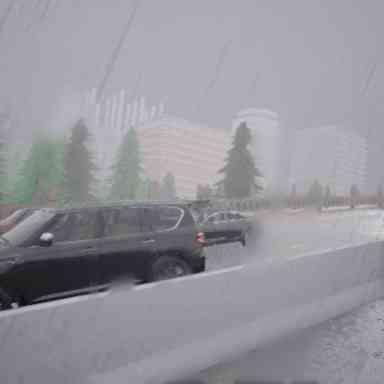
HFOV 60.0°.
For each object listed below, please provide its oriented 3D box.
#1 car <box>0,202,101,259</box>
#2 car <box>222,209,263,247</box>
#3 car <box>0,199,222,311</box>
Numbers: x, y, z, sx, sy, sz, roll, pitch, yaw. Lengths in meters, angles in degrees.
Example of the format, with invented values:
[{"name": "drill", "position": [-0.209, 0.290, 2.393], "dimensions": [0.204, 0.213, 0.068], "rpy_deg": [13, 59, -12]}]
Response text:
[{"name": "car", "position": [-6.038, 1.333, 12.579], "dimensions": [4.553, 1.767, 2.097], "rpy_deg": [0, 0, -35]}, {"name": "car", "position": [0.652, 1.430, 13.055], "dimensions": [4.902, 1.511, 2.128], "rpy_deg": [-1, 0, -36]}, {"name": "car", "position": [-2.276, 1.204, 6.667], "dimensions": [5.566, 2.045, 2.150], "rpy_deg": [-1, 0, -36]}]
